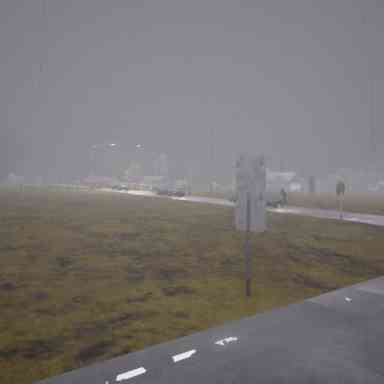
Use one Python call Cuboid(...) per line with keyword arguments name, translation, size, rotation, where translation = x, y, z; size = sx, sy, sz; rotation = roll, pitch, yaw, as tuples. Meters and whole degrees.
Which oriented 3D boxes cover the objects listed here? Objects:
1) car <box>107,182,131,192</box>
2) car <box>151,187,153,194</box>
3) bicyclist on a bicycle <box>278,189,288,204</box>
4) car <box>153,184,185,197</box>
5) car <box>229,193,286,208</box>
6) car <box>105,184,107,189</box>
Cuboid(name="car", translation=(-11.482, -0.875, 53.347), size=(1.837, 1.490, 4.892), rotation=(1, 2, -35))
Cuboid(name="car", translation=(-4.112, -0.444, 47.807), size=(2.128, 1.511, 4.902), rotation=(1, 2, -35))
Cuboid(name="bicyclist on a bicycle", translation=(9.251, 0.473, 33.996), size=(1.656, 1.620, 0.582), rotation=(0, 2, -35))
Cuboid(name="car", translation=(-2.574, -0.084, 40.480), size=(1.994, 1.385, 4.181), rotation=(1, 2, -35))
Cuboid(name="car", translation=(5.503, 0.590, 28.912), size=(2.033, 1.411, 5.357), rotation=(1, 2, -35))
Cuboid(name="car", translation=(-14.840, -1.246, 63.138), size=(2.033, 1.411, 5.357), rotation=(1, 2, -35))
